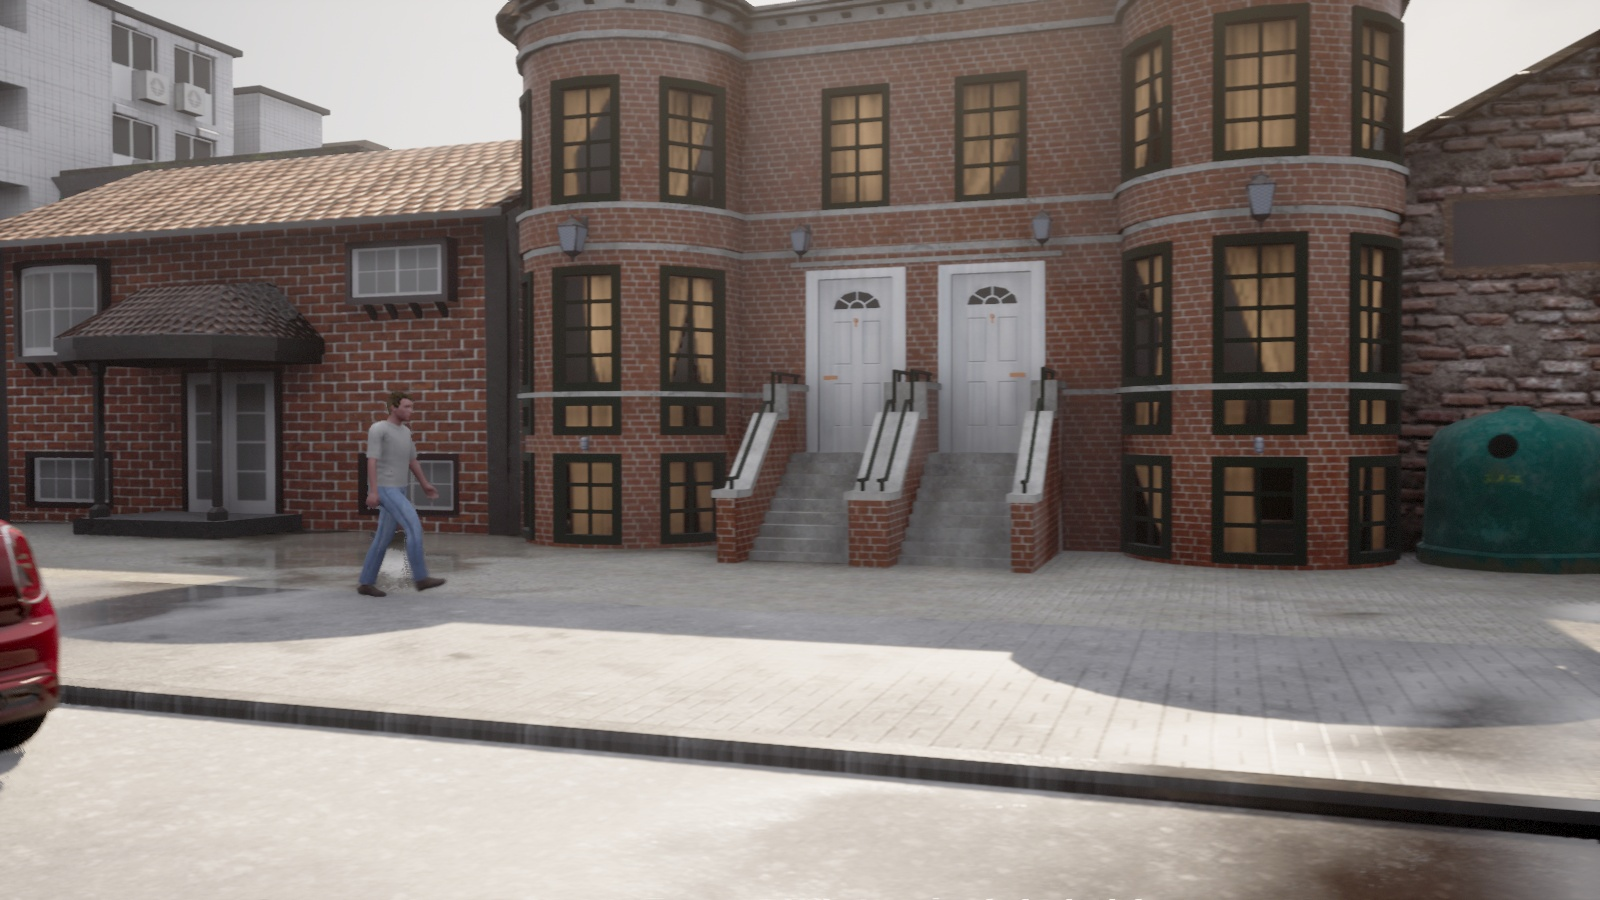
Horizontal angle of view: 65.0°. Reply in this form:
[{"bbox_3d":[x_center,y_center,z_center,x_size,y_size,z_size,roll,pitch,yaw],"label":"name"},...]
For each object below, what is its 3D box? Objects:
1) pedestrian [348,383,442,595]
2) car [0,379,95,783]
[{"bbox_3d":[-3.558,0.332,11.053,0.706,1.836,0.354,0,1,9],"label":"pedestrian"},{"bbox_3d":[-5.831,0.558,5.678,4.553,1.767,2.097,1,1,19],"label":"car"}]
